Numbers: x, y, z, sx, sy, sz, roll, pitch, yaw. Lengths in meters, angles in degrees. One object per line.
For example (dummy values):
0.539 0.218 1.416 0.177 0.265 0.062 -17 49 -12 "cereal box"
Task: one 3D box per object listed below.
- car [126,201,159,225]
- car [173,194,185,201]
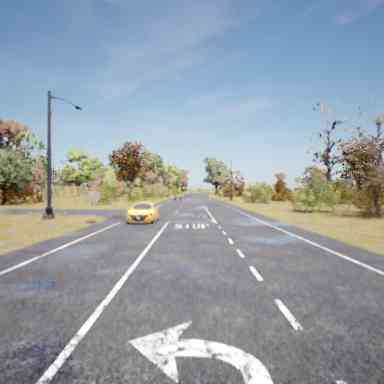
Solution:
-3.502 1.455 24.296 1.882 1.535 5.008 0 0 0 "car"
-3.426 1.372 80.032 2.128 1.511 4.902 0 0 0 "car"
